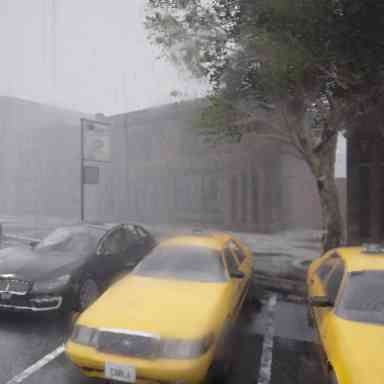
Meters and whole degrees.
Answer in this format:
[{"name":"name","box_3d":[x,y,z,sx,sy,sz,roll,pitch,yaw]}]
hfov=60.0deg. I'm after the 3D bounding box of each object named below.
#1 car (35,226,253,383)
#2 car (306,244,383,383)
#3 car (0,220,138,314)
[{"name":"car","box_3d":[0.017,1.468,5.861,1.946,1.575,5.366,1,0,16]},{"name":"car","box_3d":[2.461,1.479,4.118,1.946,1.575,5.366,1,-1,15]},{"name":"car","box_3d":[-2.371,1.463,7.790,2.231,1.521,4.892,1,0,16]}]
